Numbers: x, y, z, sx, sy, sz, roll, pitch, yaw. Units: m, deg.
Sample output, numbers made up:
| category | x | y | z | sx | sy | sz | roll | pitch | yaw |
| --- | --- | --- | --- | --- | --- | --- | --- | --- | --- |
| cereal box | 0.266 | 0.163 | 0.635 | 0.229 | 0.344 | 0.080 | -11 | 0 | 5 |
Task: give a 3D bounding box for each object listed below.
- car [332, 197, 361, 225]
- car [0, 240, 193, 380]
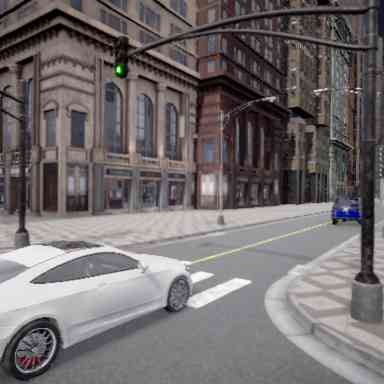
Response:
| category | x | y | z | sx | sy | sz | roll | pitch | yaw |
| --- | --- | --- | --- | --- | --- | --- | --- | --- | --- |
| car | 12.434 | 1.395 | 25.744 | 2.150 | 2.045 | 5.566 | 1 | 0 | 35 |
| car | -1.865 | 1.556 | 5.595 | 1.812 | 1.442 | 4.674 | 0 | -1 | 35 |
